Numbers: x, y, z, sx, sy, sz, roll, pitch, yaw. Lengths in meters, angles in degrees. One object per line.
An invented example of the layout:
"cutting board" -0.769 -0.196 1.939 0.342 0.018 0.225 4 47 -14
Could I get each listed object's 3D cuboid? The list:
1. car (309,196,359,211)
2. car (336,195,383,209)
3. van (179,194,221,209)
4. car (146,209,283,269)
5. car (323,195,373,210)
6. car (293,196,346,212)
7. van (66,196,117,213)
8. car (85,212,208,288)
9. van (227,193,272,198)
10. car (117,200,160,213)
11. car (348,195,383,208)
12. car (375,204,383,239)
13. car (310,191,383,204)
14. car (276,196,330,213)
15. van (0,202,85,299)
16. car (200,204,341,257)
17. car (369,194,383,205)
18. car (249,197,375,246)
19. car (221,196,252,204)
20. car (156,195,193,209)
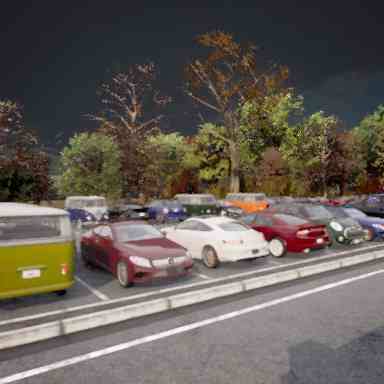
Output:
"car" 16.139 1.233 37.957 2.163 1.488 4.792 -1 0 -35
"car" 20.760 1.147 41.204 2.097 1.535 5.008 -1 0 -35
"van" -0.018 1.178 26.569 1.878 1.987 4.442 -1 0 -35
"car" 0.486 1.528 11.351 2.002 1.452 4.674 -1 0 -35
"car" 18.459 1.175 39.567 2.097 1.535 5.008 -1 0 -35
"car" 13.752 1.234 36.228 2.097 1.535 5.008 -1 0 -35
"van" -6.784 1.264 21.467 1.878 1.987 4.442 -1 0 -35
"car" -1.827 1.552 9.712 2.002 1.452 4.674 -1 0 -35
"van" 4.587 1.121 29.842 1.878 1.987 4.442 -1 0 -35
"car" -4.566 1.490 23.229 2.163 1.488 4.792 -1 0 -35
"car" 23.060 1.119 42.842 2.231 1.521 4.892 -1 0 -35
"car" 7.389 1.443 16.271 2.002 1.452 4.674 -1 0 -35
"car" 9.673 1.123 17.928 2.435 2.045 5.566 -1 0 -35
"car" 11.457 1.262 34.583 2.097 1.535 5.008 -1 0 -35
"van" -4.303 1.289 8.090 1.878 1.987 4.442 0 0 -35
"car" 2.789 1.460 12.987 2.097 1.535 5.008 -1 0 -35
"car" 27.652 1.059 46.128 2.231 1.521 4.892 -1 0 -35
"car" 5.069 1.306 14.655 2.185 1.767 4.553 -1 0 -35
"car" 2.350 1.376 28.116 2.231 1.521 4.892 -1 0 -35
"car" -2.332 1.308 24.740 2.185 1.767 4.553 -1 0 -35
